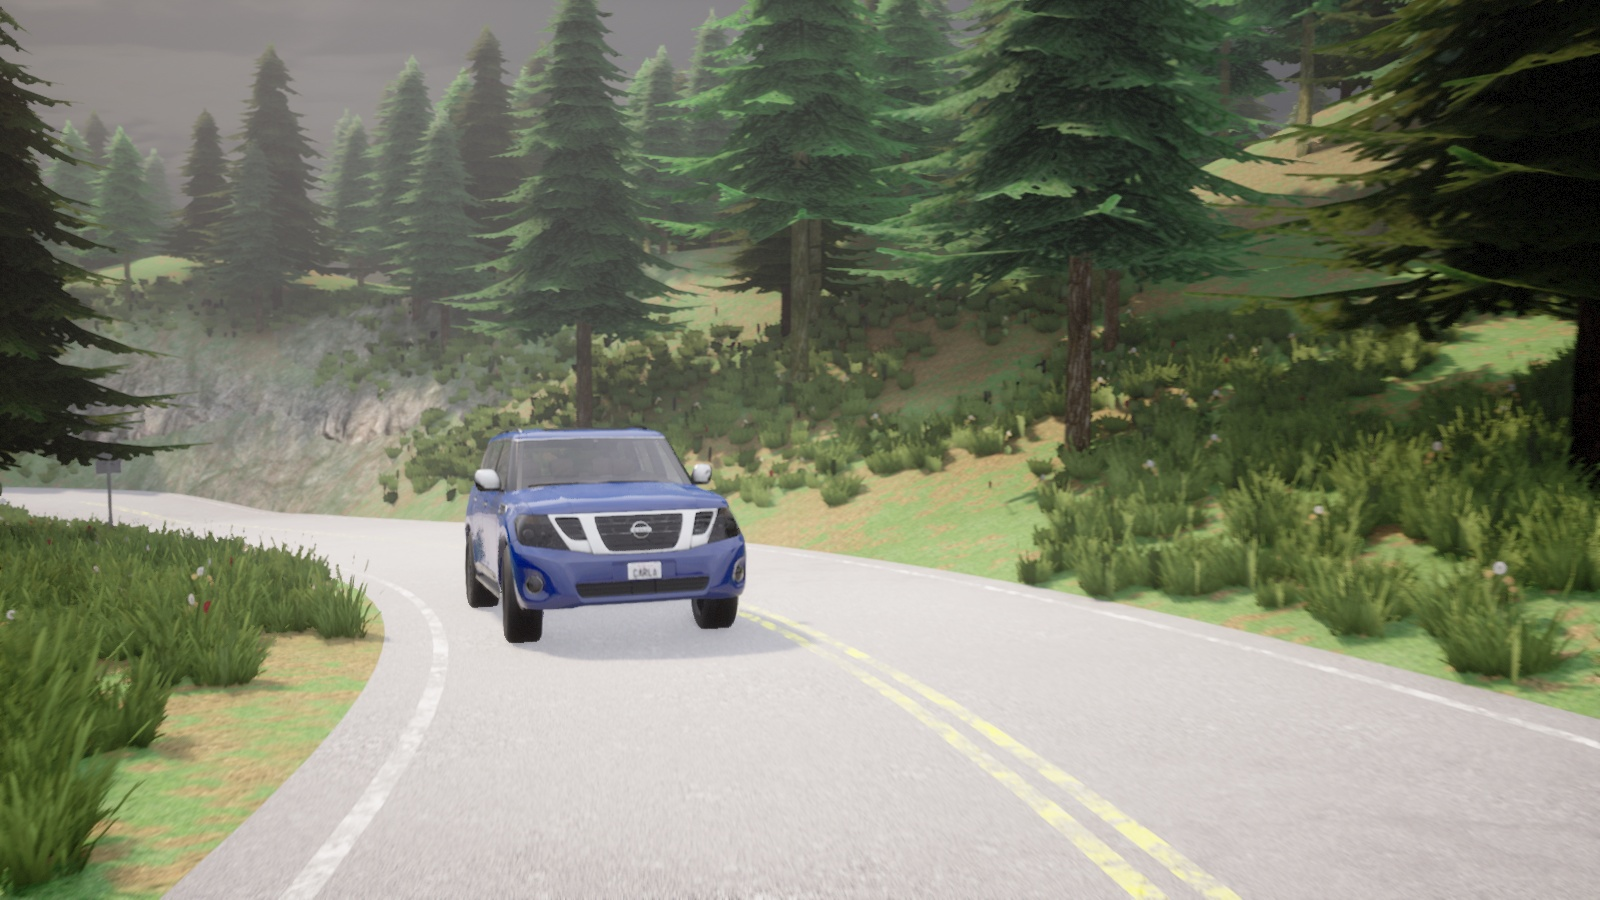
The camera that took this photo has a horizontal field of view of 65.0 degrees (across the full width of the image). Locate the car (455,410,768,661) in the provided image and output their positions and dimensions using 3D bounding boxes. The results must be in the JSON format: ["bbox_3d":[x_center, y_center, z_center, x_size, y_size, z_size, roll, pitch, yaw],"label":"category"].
[{"bbox_3d":[-2.299,0.759,13.437,2.150,2.045,5.566,-2,-1,-20],"label":"car"}]
